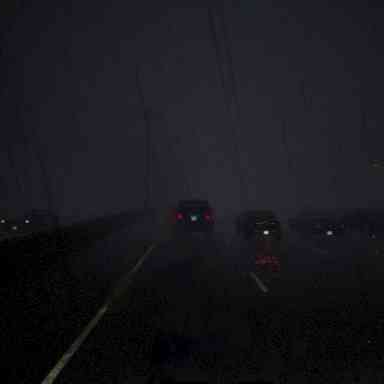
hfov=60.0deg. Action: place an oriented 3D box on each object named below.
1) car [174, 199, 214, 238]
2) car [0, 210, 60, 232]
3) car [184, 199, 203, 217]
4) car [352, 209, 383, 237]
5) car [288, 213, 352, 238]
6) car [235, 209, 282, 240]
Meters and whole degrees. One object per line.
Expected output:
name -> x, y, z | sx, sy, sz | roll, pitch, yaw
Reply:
car -> 0.097, 1.466, 19.522 | 2.150, 2.045, 5.566 | 0, -1, 0
car -> -10.569, 1.875, 22.063 | 1.895, 1.301, 4.718 | 0, -1, 0
car -> 0.097, 1.848, 40.204 | 2.150, 2.045, 5.566 | 0, -2, -1
car -> 10.597, 1.725, 19.925 | 1.882, 1.535, 5.008 | 0, -1, 0
car -> 7.097, 1.842, 19.374 | 1.895, 1.301, 4.718 | 0, -1, 0
car -> 3.597, 1.736, 18.543 | 1.837, 1.490, 4.892 | 0, -1, 0
